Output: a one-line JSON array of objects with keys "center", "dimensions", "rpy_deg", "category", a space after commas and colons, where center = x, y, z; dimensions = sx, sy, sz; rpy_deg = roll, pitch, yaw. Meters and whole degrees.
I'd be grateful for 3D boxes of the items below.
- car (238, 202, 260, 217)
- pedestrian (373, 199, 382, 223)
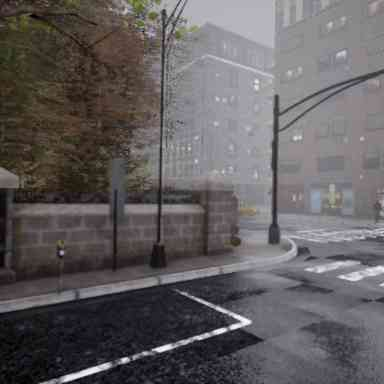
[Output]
[{"center": [4.578, 1.646, 32.927], "dimensions": [1.752, 1.417, 4.829], "rpy_deg": [2, -1, -35], "category": "car"}, {"center": [13.807, 1.401, 24.839], "dimensions": [0.375, 1.860, 0.375], "rpy_deg": [2, -1, -35], "category": "pedestrian"}]
